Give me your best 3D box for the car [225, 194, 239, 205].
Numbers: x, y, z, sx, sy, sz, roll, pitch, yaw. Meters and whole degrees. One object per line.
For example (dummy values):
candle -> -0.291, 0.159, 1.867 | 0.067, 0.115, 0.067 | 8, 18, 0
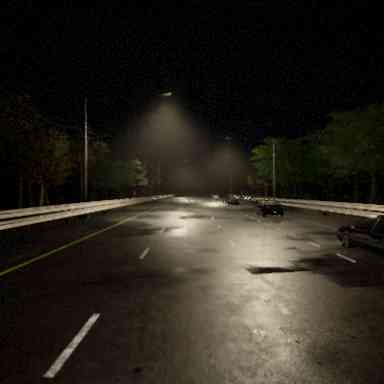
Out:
car -> 7.172, 1.610, 59.452 | 1.994, 1.385, 4.181 | 0, 0, 0

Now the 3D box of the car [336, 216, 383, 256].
car -> 7.007, 1.553, 11.563 | 2.033, 1.411, 5.357 | 0, 0, 0

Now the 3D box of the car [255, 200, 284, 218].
car -> 7.049, 1.512, 30.586 | 2.128, 1.511, 4.902 | 0, 0, 0
